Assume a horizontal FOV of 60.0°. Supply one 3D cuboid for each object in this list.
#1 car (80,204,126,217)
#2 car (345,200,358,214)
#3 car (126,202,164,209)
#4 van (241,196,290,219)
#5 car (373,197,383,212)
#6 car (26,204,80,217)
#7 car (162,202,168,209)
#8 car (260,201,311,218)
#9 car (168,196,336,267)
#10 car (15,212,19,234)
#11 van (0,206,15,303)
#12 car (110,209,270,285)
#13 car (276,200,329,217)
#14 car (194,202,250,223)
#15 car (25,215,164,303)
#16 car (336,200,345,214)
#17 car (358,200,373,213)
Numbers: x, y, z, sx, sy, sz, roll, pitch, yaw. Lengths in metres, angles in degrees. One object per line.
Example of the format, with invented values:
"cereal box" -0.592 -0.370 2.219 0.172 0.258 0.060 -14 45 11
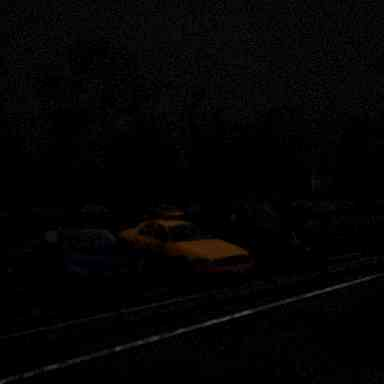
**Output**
"car" -6.593 1.544 21.976 2.231 1.521 4.892 0 0 -36
"car" 15.969 1.589 38.143 2.185 1.767 4.553 0 0 -36
"car" -4.349 1.589 23.609 2.163 1.488 4.792 0 0 -36
"van" 6.889 1.418 31.754 1.878 1.987 4.442 0 0 -36
"car" 20.505 1.752 41.341 2.231 1.521 4.892 0 0 -36
"car" -8.850 1.526 20.361 2.097 1.535 5.008 0 0 -36
"car" -1.967 1.573 25.049 1.946 1.575 5.366 0 0 -36
"car" 9.214 1.701 33.269 2.002 1.452 4.674 0 0 -36
"car" 1.745 1.296 11.816 2.435 2.045 5.566 0 0 -36
"car" -11.108 1.509 18.746 2.097 1.535 5.008 0 0 -36
"van" -5.180 1.270 7.042 1.878 1.987 4.442 0 0 -36
"car" -0.446 1.527 10.057 1.946 1.575 5.366 0 0 -36
"car" 11.475 1.678 34.884 2.097 1.535 5.008 0 0 -36
"car" 2.458 1.640 28.406 2.163 1.488 4.792 0 0 -36
"car" -2.835 1.553 8.579 2.002 1.452 4.674 0 0 -36
"car" 13.730 1.736 36.500 2.002 1.452 4.674 0 0 -36
"car" 18.241 1.732 39.736 2.097 1.535 5.008 0 0 -36
